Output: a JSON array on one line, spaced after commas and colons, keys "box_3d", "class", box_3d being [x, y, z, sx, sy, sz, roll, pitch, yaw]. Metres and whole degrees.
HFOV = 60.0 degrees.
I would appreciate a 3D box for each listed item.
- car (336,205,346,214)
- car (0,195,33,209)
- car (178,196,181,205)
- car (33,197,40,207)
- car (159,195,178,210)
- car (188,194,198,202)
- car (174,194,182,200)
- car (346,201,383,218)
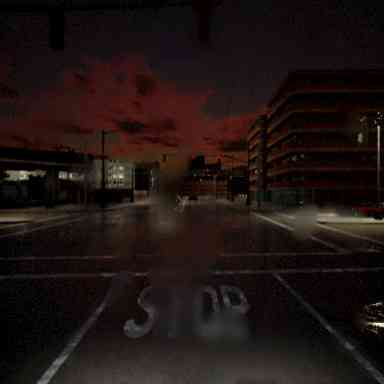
[{"box_3d": [16.215, 1.540, 32.143, 4.181, 1.385, 1.994, 0, 0, 1], "class": "car"}, {"box_3d": [-23.315, 1.264, 42.063, 4.611, 1.667, 2.242, 0, 0, 1], "class": "car"}, {"box_3d": [-3.215, 1.313, 52.742, 2.097, 1.767, 4.553, 0, 0, 0], "class": "car"}, {"box_3d": [-24.033, 1.420, 47.814, 3.806, 1.475, 1.970, 0, 0, 1], "class": "car"}, {"box_3d": [-3.101, 1.473, 43.504, 1.837, 1.490, 4.892, 0, 0, -1], "class": "car"}, {"box_3d": [0.203, 1.294, 72.175, 1.837, 1.490, 4.892, 0, 0, 0], "class": "car"}, {"box_3d": [-3.378, 1.222, 81.841, 1.994, 1.385, 4.181, 0, 0, 0], "class": "car"}, {"box_3d": [16.299, 1.580, 28.660, 4.718, 1.301, 1.895, 0, 0, -3], "class": "car"}]
